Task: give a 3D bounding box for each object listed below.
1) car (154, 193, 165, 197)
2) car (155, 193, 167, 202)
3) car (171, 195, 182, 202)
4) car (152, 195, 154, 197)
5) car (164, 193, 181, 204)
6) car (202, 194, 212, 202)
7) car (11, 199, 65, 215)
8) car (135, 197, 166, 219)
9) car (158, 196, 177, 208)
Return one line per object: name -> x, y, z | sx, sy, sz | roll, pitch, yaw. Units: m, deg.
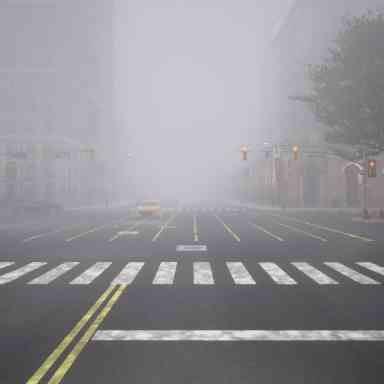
car -> -7.113, 1.351, 64.910 | 2.097, 1.767, 4.553 | 0, 0, 1
car -> -6.971, 1.225, 76.231 | 2.150, 2.045, 5.566 | 0, 0, 1
car -> -3.481, 1.525, 75.095 | 2.128, 1.511, 4.902 | 0, 0, 1
car -> -7.175, 1.478, 48.986 | 1.882, 1.535, 5.008 | 0, 0, 0
car -> -3.633, 1.351, 64.013 | 2.097, 1.767, 4.553 | 0, 0, 1
car -> 3.548, 1.355, 78.333 | 2.097, 1.767, 4.553 | 0, 0, 1
car -> -15.485, 1.505, 33.606 | 4.892, 1.490, 1.837 | 0, 2, -20
car -> -3.647, 1.477, 29.014 | 1.882, 1.535, 5.008 | 0, 0, 0
car -> -3.672, 1.601, 49.168 | 1.895, 1.301, 4.718 | 0, 0, 0
